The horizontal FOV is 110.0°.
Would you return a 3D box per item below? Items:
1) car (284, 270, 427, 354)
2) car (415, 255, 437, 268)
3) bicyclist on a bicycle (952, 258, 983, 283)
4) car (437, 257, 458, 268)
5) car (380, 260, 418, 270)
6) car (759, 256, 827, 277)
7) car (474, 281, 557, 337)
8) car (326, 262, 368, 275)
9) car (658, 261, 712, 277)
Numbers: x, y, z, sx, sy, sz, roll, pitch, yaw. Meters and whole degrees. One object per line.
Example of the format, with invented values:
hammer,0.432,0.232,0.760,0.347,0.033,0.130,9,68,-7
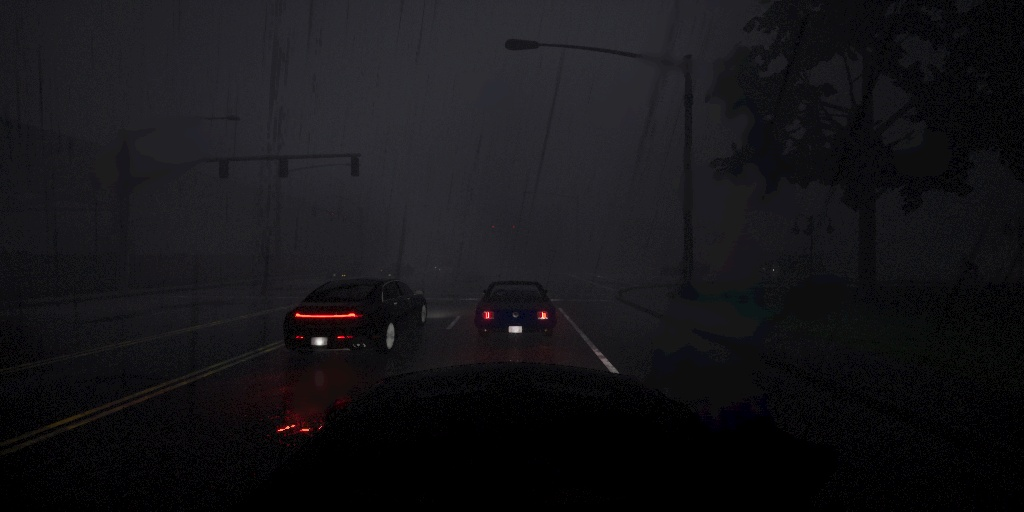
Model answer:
car,-3.405,1.255,8.741,1.837,1.490,4.892,0,0,0
car,-13.983,0.840,57.177,2.150,2.045,5.566,0,1,0
bicyclist on a bicycle,31.008,0.974,24.442,0.582,1.620,1.656,0,0,-1
car,-10.478,1.201,58.415,1.895,1.301,4.718,0,1,0
car,-10.542,1.343,33.144,1.895,1.301,4.718,0,0,0
car,27.267,0.971,34.825,5.566,2.045,2.150,0,0,-1
car,0.098,1.351,10.229,1.895,1.301,4.718,0,0,0
car,-14.046,1.254,30.773,1.837,1.490,4.892,0,0,0
car,16.628,1.242,34.571,4.902,1.511,2.128,0,0,-1
